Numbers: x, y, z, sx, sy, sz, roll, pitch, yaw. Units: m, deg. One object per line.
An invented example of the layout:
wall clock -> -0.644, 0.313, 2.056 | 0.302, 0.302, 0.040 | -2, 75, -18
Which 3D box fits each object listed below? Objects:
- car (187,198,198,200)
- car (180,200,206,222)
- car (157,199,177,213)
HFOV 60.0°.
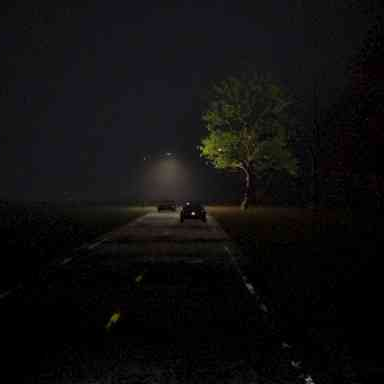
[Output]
car -> 0.084, 1.497, 42.751 | 1.882, 1.535, 5.008 | 0, 0, 0
car -> 0.091, 1.580, 26.873 | 1.994, 1.385, 4.181 | 0, 0, 0
car -> -2.796, 1.497, 37.799 | 1.882, 1.535, 5.008 | 0, 0, 1
